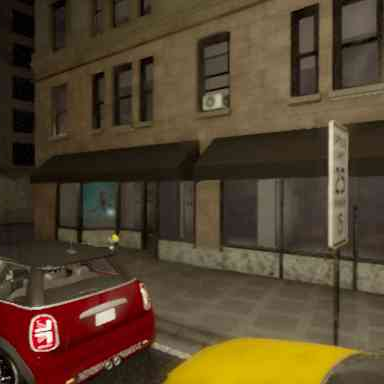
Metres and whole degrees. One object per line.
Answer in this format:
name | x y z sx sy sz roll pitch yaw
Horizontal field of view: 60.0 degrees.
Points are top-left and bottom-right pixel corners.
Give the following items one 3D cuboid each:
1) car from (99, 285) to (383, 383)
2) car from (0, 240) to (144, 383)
car | 1.799 1.525 1.794 4.829 1.417 1.752 0 0 36
car | -2.560 1.438 4.905 4.097 1.590 1.967 0 0 36
